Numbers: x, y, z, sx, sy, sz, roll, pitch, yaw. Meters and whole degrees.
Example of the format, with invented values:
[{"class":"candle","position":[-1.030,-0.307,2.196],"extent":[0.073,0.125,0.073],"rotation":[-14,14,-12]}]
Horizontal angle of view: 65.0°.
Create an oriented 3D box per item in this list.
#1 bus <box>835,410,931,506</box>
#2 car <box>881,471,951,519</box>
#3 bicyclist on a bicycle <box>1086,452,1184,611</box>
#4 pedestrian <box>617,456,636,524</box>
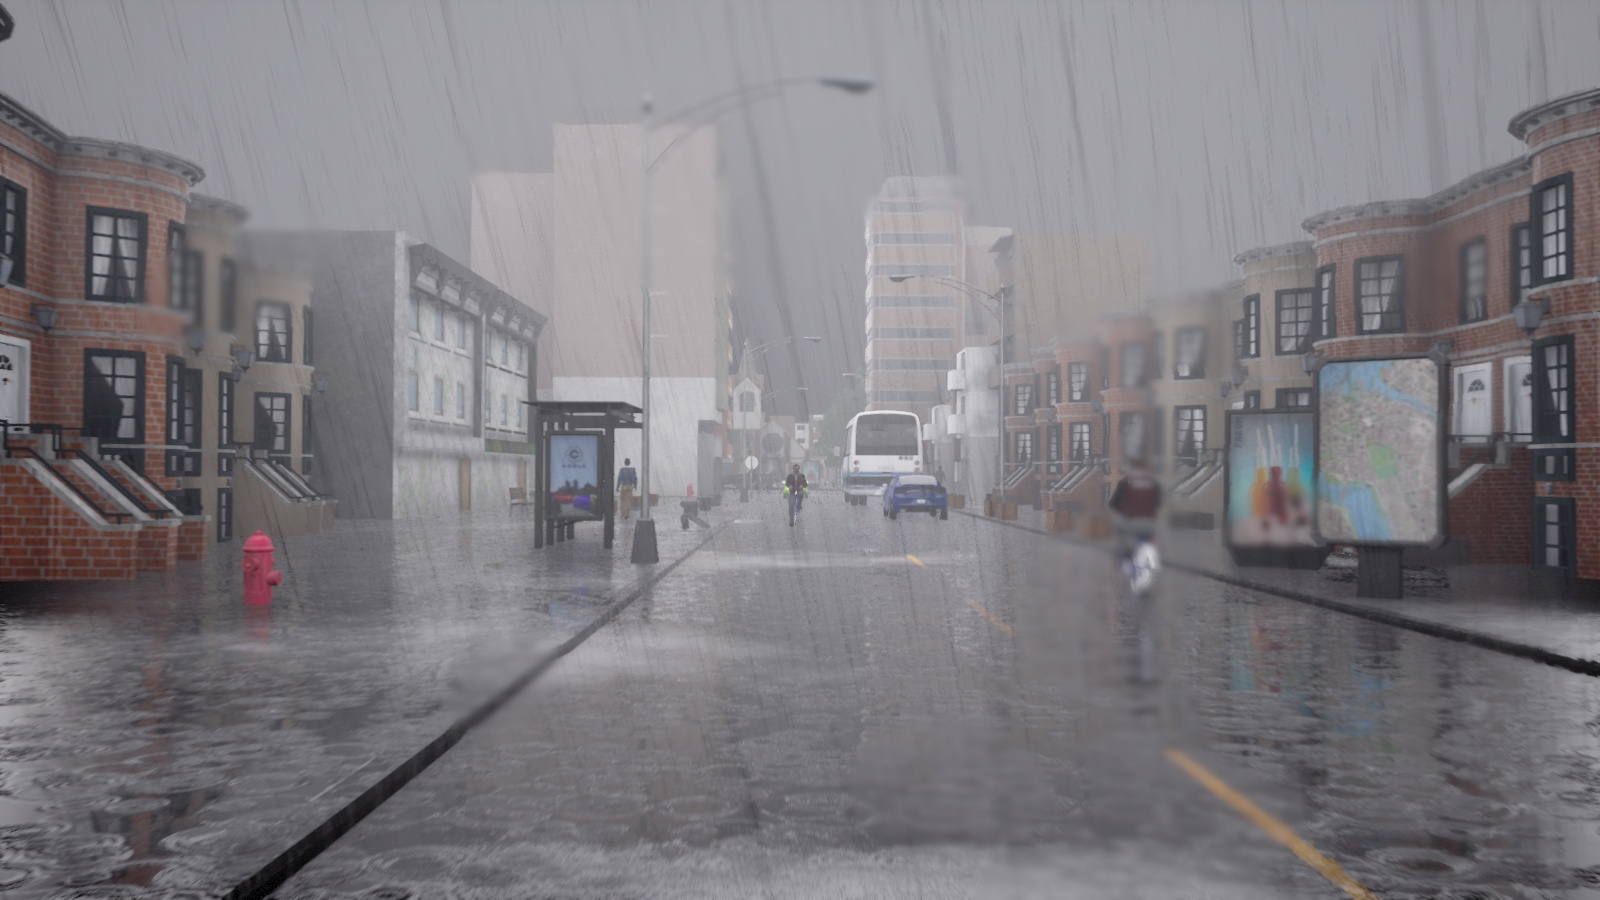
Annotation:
[{"class":"bus","position":[3.814,0.448,60.775],"extent":[3.944,4.253,10.273],"rotation":[0,-1,0]},{"class":"car","position":[3.884,1.499,42.789],"extent":[1.882,1.535,5.008],"rotation":[0,-1,0]},{"class":"bicyclist on a bicycle","position":[3.957,0.922,14.958],"extent":[0.659,1.776,1.843],"rotation":[0,-1,0]},{"class":"pedestrian","position":[-5.099,1.167,36.912],"extent":[0.423,1.949,0.788],"rotation":[0,-1,-17]}]
